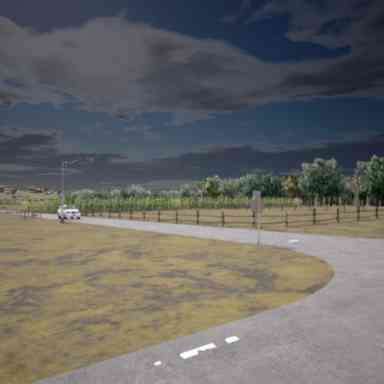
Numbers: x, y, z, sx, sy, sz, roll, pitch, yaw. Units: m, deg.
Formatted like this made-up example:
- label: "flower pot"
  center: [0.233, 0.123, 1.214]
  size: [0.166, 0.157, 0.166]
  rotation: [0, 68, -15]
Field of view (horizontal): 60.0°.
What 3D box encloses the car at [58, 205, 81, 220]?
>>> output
- label: "car"
  center: [-18.547, 3.047, 50.040]
  size: [2.150, 2.045, 5.566]
  rotation: [1, -3, -35]
